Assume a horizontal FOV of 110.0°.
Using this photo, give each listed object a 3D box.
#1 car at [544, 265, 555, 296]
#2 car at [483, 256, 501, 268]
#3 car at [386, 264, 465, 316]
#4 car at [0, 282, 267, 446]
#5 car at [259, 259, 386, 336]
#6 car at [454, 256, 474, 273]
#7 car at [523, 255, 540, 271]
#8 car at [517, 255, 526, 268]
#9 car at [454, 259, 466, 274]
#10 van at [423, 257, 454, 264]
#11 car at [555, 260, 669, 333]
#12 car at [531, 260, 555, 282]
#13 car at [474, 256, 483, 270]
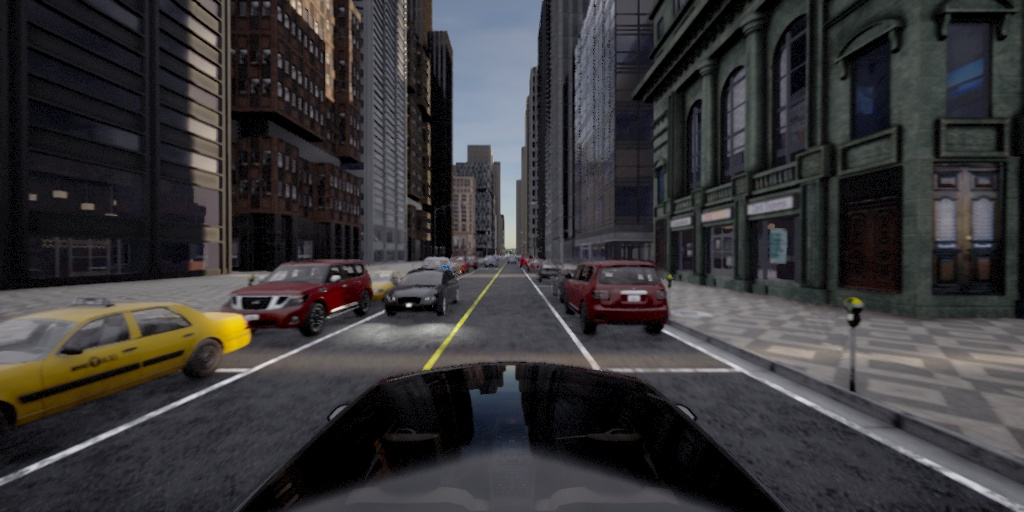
[{"bbox_3d":[2.759,1.249,16.133,2.007,1.370,4.403,0,0,0],"label":"car"},{"bbox_3d":[-3.077,1.143,54.310,1.994,1.385,4.181,0,0,0],"label":"car"},{"bbox_3d":[-3.103,1.213,13.213,1.837,1.490,4.892,0,0,0],"label":"car"},{"bbox_3d":[-5.764,1.263,4.673,1.751,1.417,4.829,0,0,0],"label":"car"},{"bbox_3d":[-5.765,1.032,10.484,2.192,1.841,5.009,0,0,0],"label":"car"},{"bbox_3d":[-5.772,0.940,38.687,2.192,1.841,5.009,0,0,0],"label":"car"},{"bbox_3d":[2.752,1.049,44.335,1.967,1.591,4.097,0,0,0],"label":"car"},{"bbox_3d":[2.380,0.797,58.029,2.150,2.045,5.566,0,0,0],"label":"car"},{"bbox_3d":[-5.771,1.193,33.046,2.007,1.370,4.403,0,0,0],"label":"car"},{"bbox_3d":[-5.769,1.001,27.406,1.690,1.789,3.998,0,0,0],"label":"van"},{"bbox_3d":[2.760,1.033,10.493,2.192,1.841,5.009,0,0,0],"label":"car"},{"bbox_3d":[2.756,1.211,27.414,2.007,1.370,4.403,0,0,0],"label":"car"},{"bbox_3d":[-5.775,0.907,49.968,2.192,1.841,5.009,0,0,0],"label":"car"}]
